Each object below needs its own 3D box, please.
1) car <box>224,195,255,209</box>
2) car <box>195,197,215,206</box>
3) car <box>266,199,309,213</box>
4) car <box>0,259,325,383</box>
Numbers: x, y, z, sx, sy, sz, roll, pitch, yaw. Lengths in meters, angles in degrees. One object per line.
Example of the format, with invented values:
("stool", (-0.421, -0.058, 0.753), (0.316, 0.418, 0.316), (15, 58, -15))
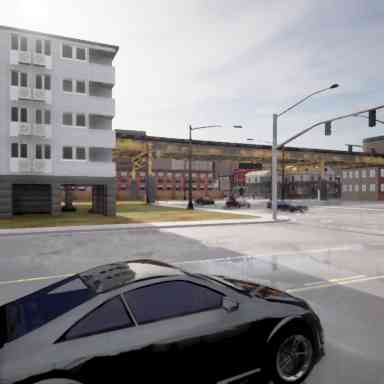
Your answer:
("car", (6.418, 1.526, 46.945), (1.812, 1.442, 4.674), (0, 0, -25))
("car", (2.160, 1.548, 56.456), (2.033, 1.411, 5.357), (0, 0, -19))
("car", (10.721, 1.547, 37.857), (2.033, 1.411, 5.357), (0, 0, -25))
("car", (-0.381, 1.564, 4.047), (4.181, 1.385, 1.994), (0, 0, -30))
